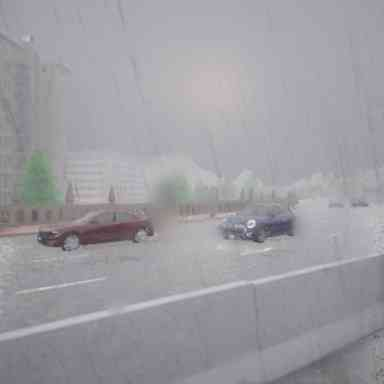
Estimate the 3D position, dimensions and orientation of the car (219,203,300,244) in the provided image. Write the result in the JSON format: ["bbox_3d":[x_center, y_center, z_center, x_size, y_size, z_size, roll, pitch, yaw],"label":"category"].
[{"bbox_3d":[3.359,1.386,16.288,4.553,1.767,2.097,0,0,-44],"label":"car"}]

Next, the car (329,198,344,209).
[{"bbox_3d":[21.145,1.668,48.700,1.812,1.442,4.674,0,-1,22],"label":"car"}]

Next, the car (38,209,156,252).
[{"bbox_3d":[-3.950,1.523,14.431,5.008,1.535,1.882,0,0,-40],"label":"car"}]

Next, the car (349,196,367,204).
[{"bbox_3d":[33.369,1.608,66.880,1.837,1.490,4.892,-1,0,9],"label":"car"}]

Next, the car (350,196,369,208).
[{"bbox_3d":[25.773,1.479,51.054,2.097,1.767,4.553,-1,0,20],"label":"car"}]
